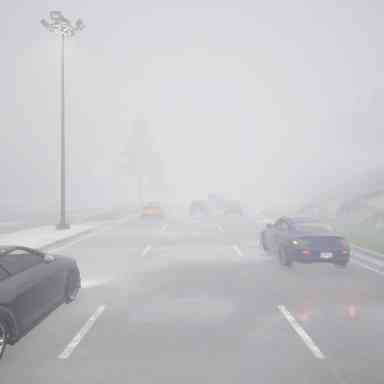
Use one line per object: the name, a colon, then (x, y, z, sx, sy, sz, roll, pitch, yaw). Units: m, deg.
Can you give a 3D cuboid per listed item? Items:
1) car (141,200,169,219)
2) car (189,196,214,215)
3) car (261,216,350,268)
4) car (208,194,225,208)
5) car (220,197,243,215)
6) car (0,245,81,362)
car: (-3.169, 1.477, 29.123, 1.882, 1.535, 5.008, 0, 0, 3)
car: (0.912, 1.505, 34.222, 1.837, 1.490, 4.892, 0, 0, 9)
car: (3.599, 1.526, 11.203, 1.812, 1.442, 4.674, 0, 0, 0)
car: (3.390, 1.221, 44.405, 2.150, 2.045, 5.566, 0, 0, 16)
car: (4.193, 1.547, 33.717, 2.033, 1.411, 5.357, 0, 0, 7)
car: (-3.399, 1.564, 5.539, 1.994, 1.385, 4.181, 0, 0, 0)
